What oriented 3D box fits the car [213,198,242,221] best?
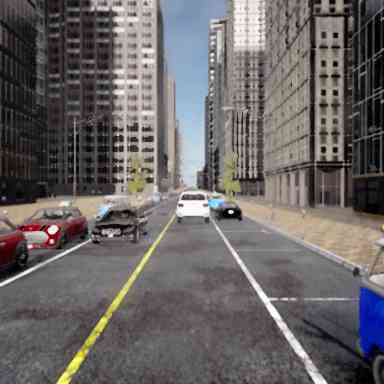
[{"bbox_3d":[2.675,1.385,24.934,1.947,1.339,4.313,0,0,0],"label":"car"}]

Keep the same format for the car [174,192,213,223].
[{"bbox_3d":[0.083,1.042,23.786,2.150,2.045,5.566,0,0,0],"label":"car"}]

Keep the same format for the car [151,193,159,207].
[{"bbox_3d":[-5.716,1.233,41.933,2.008,1.369,4.403,0,0,0],"label":"car"}]

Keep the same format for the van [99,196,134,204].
[{"bbox_3d":[-5.705,1.160,24.927,1.690,1.788,3.998,0,0,0],"label":"van"}]

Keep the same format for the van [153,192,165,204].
[{"bbox_3d":[-5.723,0.929,53.268,1.690,1.788,3.998,0,0,0],"label":"van"}]

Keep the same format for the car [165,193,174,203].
[{"bbox_3d":[-3.100,0.914,56.269,2.097,1.767,4.553,0,0,0],"label":"car"}]

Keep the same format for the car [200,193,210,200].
[{"bbox_3d":[2.647,0.988,70.282,2.008,1.369,4.403,0,1,0],"label":"car"}]

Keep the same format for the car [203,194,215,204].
[{"bbox_3d":[2.657,1.112,53.446,1.752,1.417,4.829,0,0,0],"label":"car"}]

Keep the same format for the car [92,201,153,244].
[{"bbox_3d":[-3.110,1.397,15.148,1.837,1.490,4.892,0,0,0],"label":"car"}]

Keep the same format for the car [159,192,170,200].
[{"bbox_3d":[-5.734,0.877,70.274,1.967,1.590,4.097,0,1,0],"label":"car"}]

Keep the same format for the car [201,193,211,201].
[{"bbox_3d":[2.650,1.012,64.784,1.752,1.417,4.829,0,1,0],"label":"car"}]

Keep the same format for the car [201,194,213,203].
[{"bbox_3d":[2.654,1.090,58.944,2.008,1.369,4.403,0,1,0],"label":"car"}]

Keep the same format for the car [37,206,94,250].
[{"bbox_3d":[-5.698,1.344,13.589,1.967,1.590,4.097,0,0,0],"label":"car"}]

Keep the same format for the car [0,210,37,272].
[{"bbox_3d":[-5.695,1.385,7.922,1.967,1.590,4.097,0,0,0],"label":"car"}]

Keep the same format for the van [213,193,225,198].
[{"bbox_3d":[2.668,1.070,36.270,1.690,1.788,3.998,0,0,0],"label":"van"}]

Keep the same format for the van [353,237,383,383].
[{"bbox_3d":[2.690,1.325,2.258,1.690,1.788,3.998,0,0,0],"label":"van"}]

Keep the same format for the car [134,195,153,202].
[{"bbox_3d":[-5.712,1.255,36.096,1.752,1.417,4.829,0,0,0],"label":"car"}]

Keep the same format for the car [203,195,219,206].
[{"bbox_3d":[2.661,1.201,47.608,1.947,1.339,4.313,0,0,0],"label":"car"}]

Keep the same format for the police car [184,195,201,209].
[{"bbox_3d":[0.073,1.190,41.397,2.038,1.542,4.974,0,0,0],"label":"police car"}]

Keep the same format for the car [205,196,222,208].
[{"bbox_3d":[2.665,1.248,41.940,1.947,1.339,4.313,0,0,0],"label":"car"}]
